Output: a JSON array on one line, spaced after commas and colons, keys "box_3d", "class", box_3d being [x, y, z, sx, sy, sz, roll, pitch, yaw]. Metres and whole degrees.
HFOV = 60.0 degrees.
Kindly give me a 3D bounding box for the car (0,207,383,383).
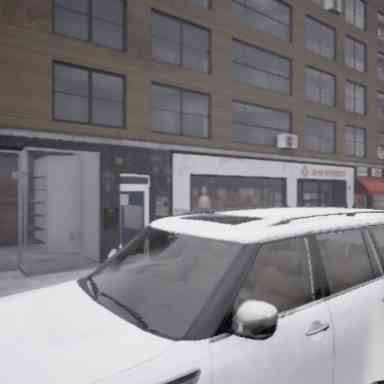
[{"box_3d": [0.418, 1.221, 3.367, 5.566, 2.045, 2.150, 0, 0, -35], "class": "car"}]
